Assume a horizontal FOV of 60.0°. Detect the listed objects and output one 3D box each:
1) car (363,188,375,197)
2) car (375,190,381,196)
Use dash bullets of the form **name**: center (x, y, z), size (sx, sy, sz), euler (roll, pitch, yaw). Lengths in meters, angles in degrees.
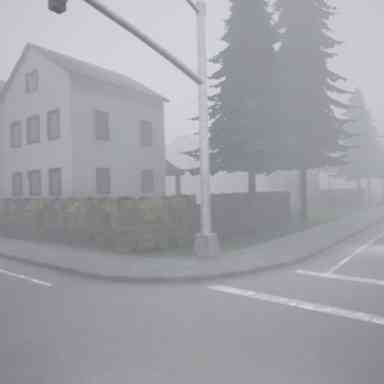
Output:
- **car**: center (33.338, 0.099, 65.924), size (3.866, 1.878, 1.905), euler (-1, 0, 37)
- **car**: center (35.854, 0.314, 68.189), size (3.806, 1.475, 1.970), euler (-1, 0, 37)
